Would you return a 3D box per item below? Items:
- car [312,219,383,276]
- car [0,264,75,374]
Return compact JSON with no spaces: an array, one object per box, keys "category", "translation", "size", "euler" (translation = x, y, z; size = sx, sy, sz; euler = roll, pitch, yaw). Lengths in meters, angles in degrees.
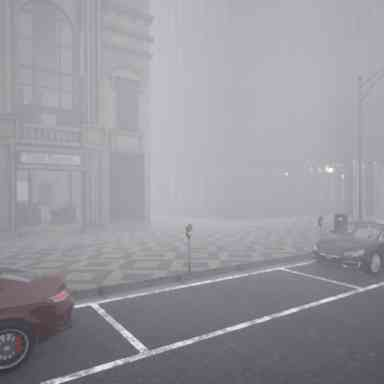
[{"category":"car","translation":[5.522,1.541,10.230],"size":[4.403,1.369,2.008],"euler":[0,0,-34]},{"category":"car","translation":[-3.672,1.583,4.101],"size":[4.206,1.307,1.802],"euler":[0,0,-34]}]
